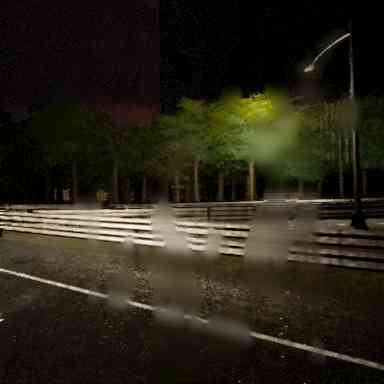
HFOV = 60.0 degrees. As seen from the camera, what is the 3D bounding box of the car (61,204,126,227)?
[{"bbox_3d":[-7.207,1.625,23.852,5.008,1.535,1.882,-1,0,12],"label":"car"}]
